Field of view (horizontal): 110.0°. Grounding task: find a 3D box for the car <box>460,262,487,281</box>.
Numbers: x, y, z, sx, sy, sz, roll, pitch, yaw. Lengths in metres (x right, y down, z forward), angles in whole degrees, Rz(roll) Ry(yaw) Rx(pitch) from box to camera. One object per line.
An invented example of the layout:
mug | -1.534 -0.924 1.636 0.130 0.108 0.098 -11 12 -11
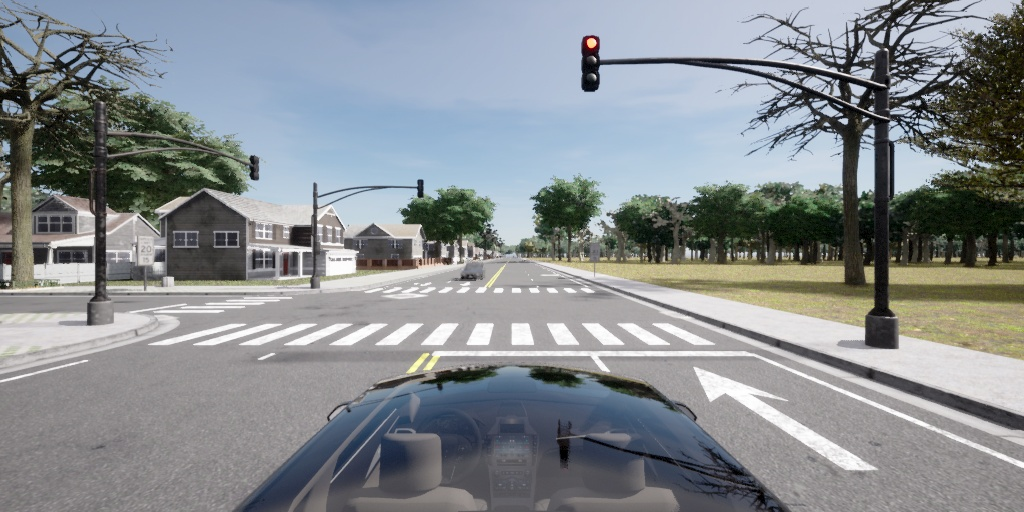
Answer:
car | -3.206 1.312 30.252 1.837 1.490 4.892 0 1 0
